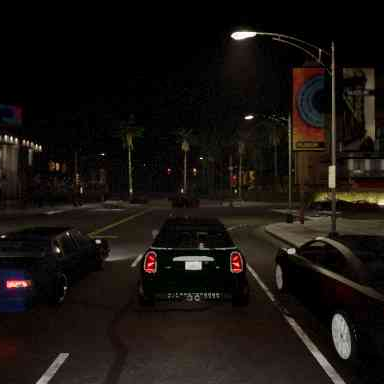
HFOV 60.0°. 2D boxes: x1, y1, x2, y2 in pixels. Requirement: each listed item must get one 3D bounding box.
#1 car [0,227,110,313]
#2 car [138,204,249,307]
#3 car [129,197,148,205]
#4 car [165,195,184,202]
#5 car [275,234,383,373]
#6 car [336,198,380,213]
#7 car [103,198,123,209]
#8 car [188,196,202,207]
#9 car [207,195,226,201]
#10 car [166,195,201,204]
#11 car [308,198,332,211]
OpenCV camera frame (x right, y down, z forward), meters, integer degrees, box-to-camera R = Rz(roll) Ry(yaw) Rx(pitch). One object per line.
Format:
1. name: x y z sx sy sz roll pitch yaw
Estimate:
1. car: -3.469 1.547 7.934 2.033 1.411 5.357 0 0 0
2. car: 0.032 1.352 8.153 2.097 1.767 4.553 0 0 0
3. car: -9.568 1.547 60.206 2.033 1.411 5.357 0 0 14
4. car: -3.918 1.500 74.831 1.837 1.490 4.892 0 0 29
5. car: 2.880 1.480 5.816 2.097 1.535 5.008 0 0 -1
6. car: 18.328 1.564 36.583 4.181 1.385 1.994 0 0 0
7. car: -10.678 1.526 45.389 1.812 1.442 4.674 0 0 1
8. car: 0.434 1.505 54.106 1.837 1.490 4.892 -1 0 -4
9. car: 6.386 1.540 86.842 5.357 1.411 2.033 0 0 -40
10. car: -1.058 1.478 44.471 1.882 1.535 5.008 -1 0 -35
11. car: 16.483 1.491 40.106 4.902 1.511 2.128 0 0 0
